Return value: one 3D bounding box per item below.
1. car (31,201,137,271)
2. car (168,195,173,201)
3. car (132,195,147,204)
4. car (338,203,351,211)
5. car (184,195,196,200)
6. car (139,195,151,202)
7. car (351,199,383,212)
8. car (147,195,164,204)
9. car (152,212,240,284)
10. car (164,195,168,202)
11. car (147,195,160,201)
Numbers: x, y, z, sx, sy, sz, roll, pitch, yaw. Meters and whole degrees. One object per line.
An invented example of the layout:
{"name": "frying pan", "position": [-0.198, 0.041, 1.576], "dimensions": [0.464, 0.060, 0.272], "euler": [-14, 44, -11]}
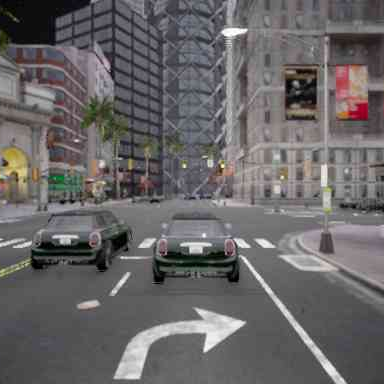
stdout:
{"name": "car", "position": [-3.384, 1.352, 11.090], "dimensions": [2.097, 1.767, 4.553], "euler": [0, 0, 1]}
{"name": "car", "position": [-6.223, 1.554, 84.128], "dimensions": [1.994, 1.385, 4.181], "euler": [0, 0, 10]}
{"name": "car", "position": [-10.491, 1.506, 64.443], "dimensions": [1.837, 1.490, 4.892], "euler": [0, 0, 0]}
{"name": "car", "position": [20.632, 1.601, 41.069], "dimensions": [4.718, 1.301, 1.895], "euler": [0, 0, 0]}
{"name": "car", "position": [-0.547, 1.542, 91.499], "dimensions": [2.033, 1.411, 5.357], "euler": [0, 0, 22]}
{"name": "car", "position": [-10.487, 1.502, 74.329], "dimensions": [1.837, 1.490, 4.892], "euler": [0, 0, 0]}
{"name": "car", "position": [20.975, 1.526, 37.571], "dimensions": [4.674, 1.442, 1.812], "euler": [0, 0, 0]}
{"name": "car", "position": [-6.991, 1.602, 64.426], "dimensions": [1.895, 1.301, 4.718], "euler": [0, 0, 0]}
{"name": "car", "position": [0.137, 1.352, 9.792], "dimensions": [2.097, 1.767, 4.553], "euler": [0, 0, 1]}
{"name": "car", "position": [-6.983, 1.502, 74.128], "dimensions": [1.837, 1.490, 4.892], "euler": [0, 0, 0]}
{"name": "car", "position": [-9.721, 1.527, 84.484], "dimensions": [2.128, 1.511, 4.902], "euler": [0, 0, 10]}
